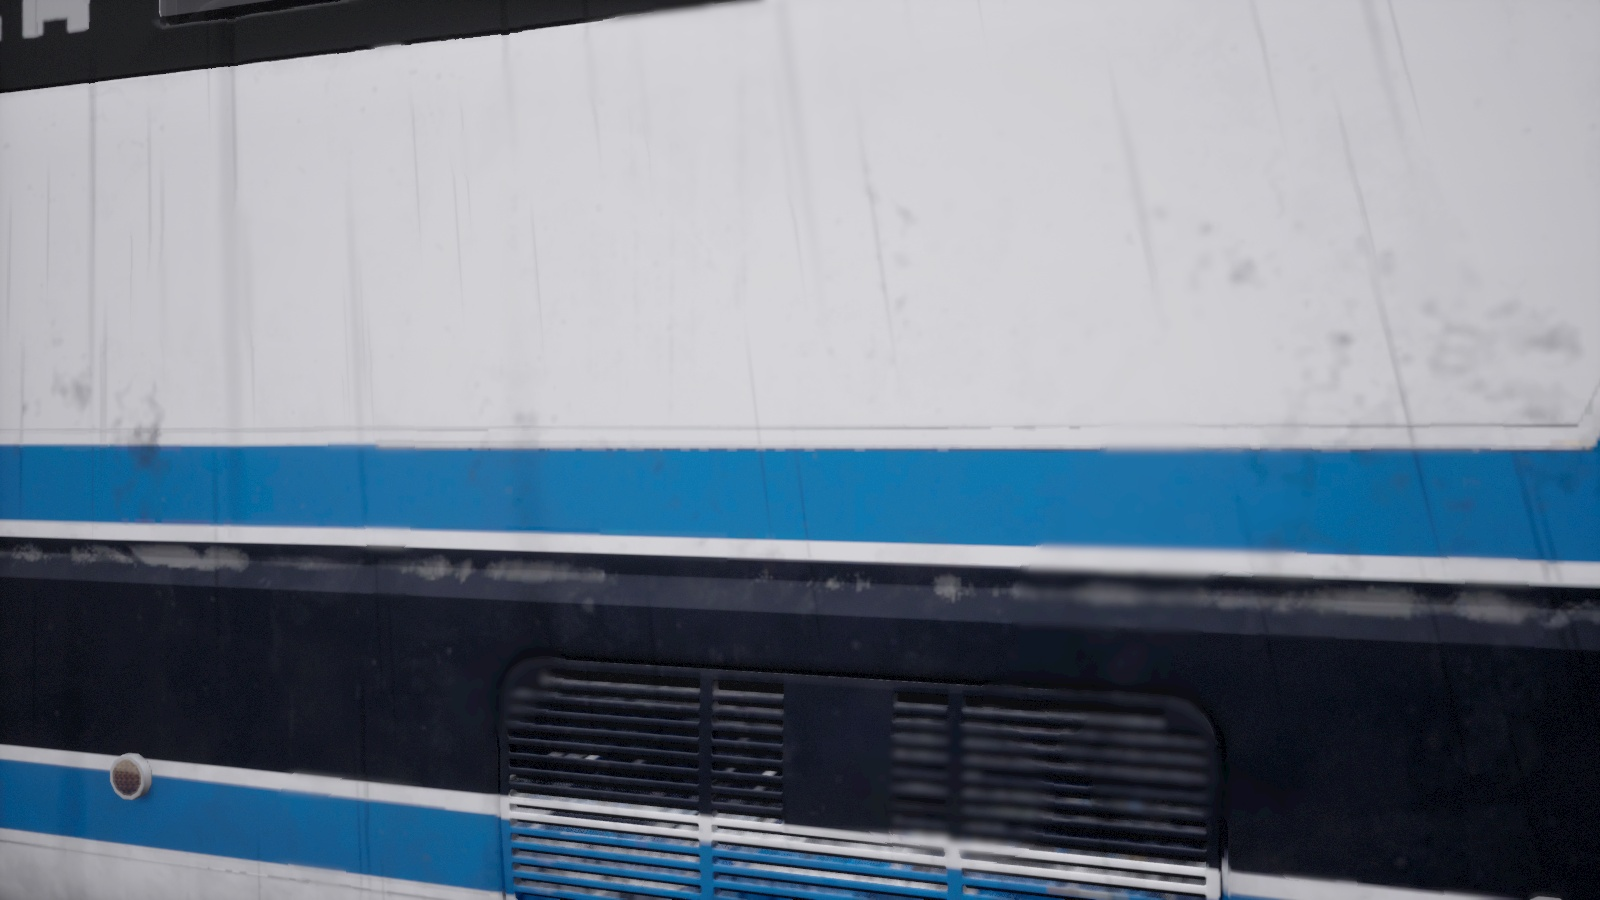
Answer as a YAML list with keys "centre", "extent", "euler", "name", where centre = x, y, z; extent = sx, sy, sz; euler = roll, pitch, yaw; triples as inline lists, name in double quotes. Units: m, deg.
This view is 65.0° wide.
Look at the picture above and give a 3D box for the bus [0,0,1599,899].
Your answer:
- centre: [-0.127, -0.610, 3.748]
  extent: [10.273, 4.253, 3.944]
  euler: [1, 1, 19]
  name: "bus"
